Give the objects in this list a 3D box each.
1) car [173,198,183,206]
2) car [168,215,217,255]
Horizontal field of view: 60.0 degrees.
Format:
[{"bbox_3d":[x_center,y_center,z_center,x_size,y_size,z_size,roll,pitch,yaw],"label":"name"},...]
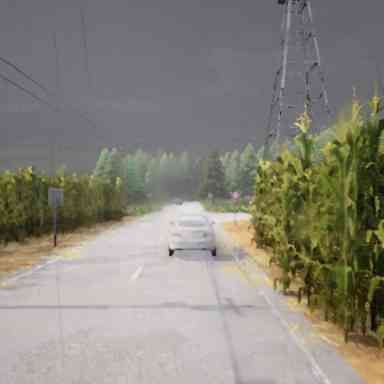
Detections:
[{"bbox_3d":[-3.154,2.153,73.812,2.097,1.767,4.553,0,-1,0],"label":"car"},{"bbox_3d":[0.029,1.677,13.904,1.812,1.442,4.674,0,0,0],"label":"car"}]
